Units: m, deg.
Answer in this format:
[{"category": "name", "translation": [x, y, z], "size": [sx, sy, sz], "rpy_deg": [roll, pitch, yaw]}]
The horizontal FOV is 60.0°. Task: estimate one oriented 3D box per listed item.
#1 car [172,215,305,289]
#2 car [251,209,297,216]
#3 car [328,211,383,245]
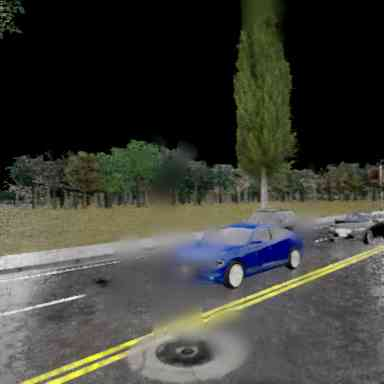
[{"category": "car", "translation": [1.594, 1.708, 10.145], "size": [1.882, 1.535, 5.008], "rpy_deg": [-3, -2, 45]}, {"category": "car", "translation": [3.894, 1.704, 17.004], "size": [2.097, 1.767, 4.553], "rpy_deg": [-3, -2, 45]}, {"category": "car", "translation": [8.769, 1.753, 17.303], "size": [2.128, 1.511, 4.902], "rpy_deg": [-3, -2, 45]}]
